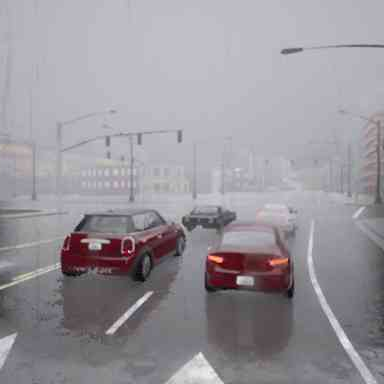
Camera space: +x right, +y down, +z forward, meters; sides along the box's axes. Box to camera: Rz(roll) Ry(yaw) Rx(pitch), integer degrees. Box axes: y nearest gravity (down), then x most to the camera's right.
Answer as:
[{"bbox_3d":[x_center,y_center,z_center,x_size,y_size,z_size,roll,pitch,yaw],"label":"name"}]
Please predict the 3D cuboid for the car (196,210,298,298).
[{"bbox_3d":[1.505,1.425,8.292,1.812,1.442,4.674,0,1,13],"label":"car"}]

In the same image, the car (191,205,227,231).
[{"bbox_3d":[1.114,1.383,18.216,1.895,1.301,4.718,0,1,20],"label":"car"}]

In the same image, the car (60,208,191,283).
[{"bbox_3d":[-1.696,1.238,9.676,2.097,1.767,4.553,0,1,14],"label":"car"}]

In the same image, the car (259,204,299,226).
[{"bbox_3d":[4.289,1.324,16.710,1.812,1.442,4.674,0,1,20],"label":"car"}]
